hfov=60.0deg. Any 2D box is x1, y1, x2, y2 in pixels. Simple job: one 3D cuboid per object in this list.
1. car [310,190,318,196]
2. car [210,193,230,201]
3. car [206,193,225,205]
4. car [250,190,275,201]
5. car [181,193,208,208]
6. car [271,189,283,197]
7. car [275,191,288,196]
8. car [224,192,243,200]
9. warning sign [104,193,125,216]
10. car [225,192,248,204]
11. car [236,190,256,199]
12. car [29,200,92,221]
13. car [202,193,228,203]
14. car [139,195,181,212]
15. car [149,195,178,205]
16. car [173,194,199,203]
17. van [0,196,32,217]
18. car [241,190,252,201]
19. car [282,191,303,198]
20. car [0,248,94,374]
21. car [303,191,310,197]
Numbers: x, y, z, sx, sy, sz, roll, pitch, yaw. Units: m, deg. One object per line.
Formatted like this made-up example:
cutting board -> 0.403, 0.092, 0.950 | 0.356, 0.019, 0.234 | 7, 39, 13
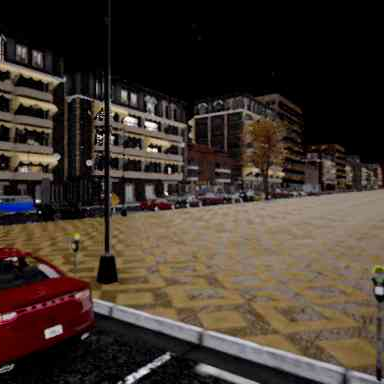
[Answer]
car -> 31.253, 0.252, 85.541 | 1.967, 1.590, 4.097 | 1, 1, 35
car -> 5.356, 0.880, 62.828 | 1.947, 1.339, 4.313 | 1, 2, 35
car -> 2.377, 0.879, 48.504 | 2.097, 1.767, 4.553 | 0, 1, 35
car -> 12.346, 0.845, 58.200 | 1.752, 1.417, 4.829 | 1, 2, 35
car -> -0.421, 1.218, 39.737 | 2.008, 1.369, 4.403 | 1, 2, 35
car -> 21.194, 0.204, 85.724 | 2.192, 1.841, 5.009 | 1, 2, 35
car -> 24.360, 0.348, 90.310 | 1.887, 1.381, 4.507 | 1, 2, 35
car -> 8.427, 0.756, 67.267 | 1.752, 1.417, 4.829 | 1, 2, 35
warning sign -> -6.309, 1.000, 27.086 | 1.300, 1.860, 1.060 | -1, -1, 35
car -> 5.914, 1.045, 48.899 | 2.008, 1.369, 4.403 | 1, 2, 35
car -> 11.693, 0.458, 71.983 | 2.192, 1.841, 5.009 | 1, 2, 35
car -> -9.922, 1.494, 25.997 | 1.947, 1.339, 4.313 | 1, 2, 35
car -> 3.942, 0.962, 56.087 | 2.033, 1.411, 5.357 | 0, 1, 35
car -> -3.588, 1.299, 35.156 | 1.887, 1.381, 4.507 | 1, 2, 35
car -> -4.145, 1.138, 49.086 | 1.947, 1.339, 4.313 | 1, 2, 35
car -> -0.978, 1.037, 53.666 | 2.008, 1.369, 4.403 | 1, 2, 35
van -> -16.813, 1.261, 30.759 | 1.690, 1.788, 3.998 | 1, 2, 35
car -> 9.815, 0.677, 59.289 | 2.097, 1.767, 4.553 | 0, 1, 35
car -> 21.751, 0.617, 71.802 | 2.008, 1.369, 4.403 | 1, 1, 35
car -> -3.507, 1.586, 5.364 | 4.507, 1.381, 1.887 | -1, 0, 35
car -> 24.918, 0.533, 76.381 | 2.008, 1.369, 4.403 | 1, 1, 35
